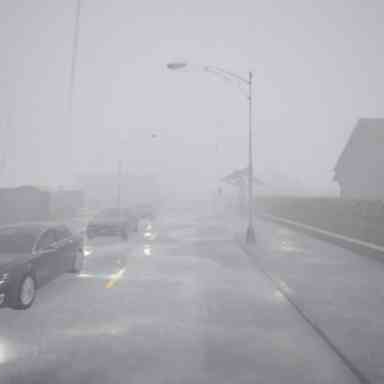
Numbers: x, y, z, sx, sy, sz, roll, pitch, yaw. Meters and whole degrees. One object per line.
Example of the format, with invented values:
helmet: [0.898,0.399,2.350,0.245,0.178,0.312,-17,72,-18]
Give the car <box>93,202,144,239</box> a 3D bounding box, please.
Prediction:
car: [-4.058,1.540,17.795,1.882,1.535,5.008,0,0,0]

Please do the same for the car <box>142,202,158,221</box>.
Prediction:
car: [-3.976,1.608,28.003,1.837,1.490,4.892,0,-1,0]

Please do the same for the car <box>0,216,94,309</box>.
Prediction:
car: [-4.087,1.532,7.957,1.837,1.490,4.892,0,-1,0]
